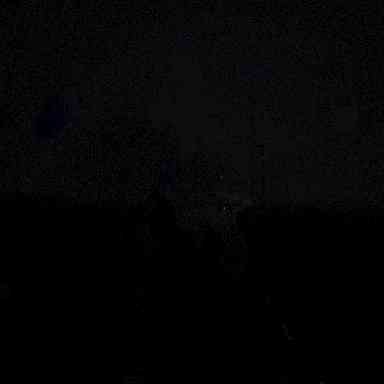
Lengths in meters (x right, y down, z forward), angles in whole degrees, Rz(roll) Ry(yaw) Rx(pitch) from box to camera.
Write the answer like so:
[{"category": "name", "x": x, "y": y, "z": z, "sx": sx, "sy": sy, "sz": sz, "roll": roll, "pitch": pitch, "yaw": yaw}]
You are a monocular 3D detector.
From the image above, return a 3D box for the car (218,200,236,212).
[{"category": "car", "x": 4.851, "y": 1.973, "z": 47.503, "sx": 1.837, "sy": 1.490, "sz": 4.892, "roll": 0, "pitch": -1, "yaw": 11}]

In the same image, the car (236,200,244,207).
[{"category": "car", "x": 9.292, "y": 2.206, "z": 66.514, "sx": 2.033, "sy": 1.411, "sz": 5.357, "roll": 0, "pitch": -1, "yaw": 15}]
